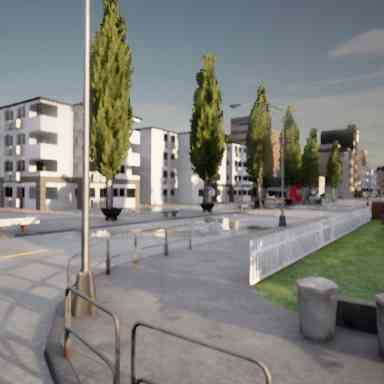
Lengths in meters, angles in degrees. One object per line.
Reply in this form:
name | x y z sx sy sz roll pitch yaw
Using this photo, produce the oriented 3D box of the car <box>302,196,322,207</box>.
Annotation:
car | 17.324 1.354 47.936 1.837 1.490 4.892 1 0 36
